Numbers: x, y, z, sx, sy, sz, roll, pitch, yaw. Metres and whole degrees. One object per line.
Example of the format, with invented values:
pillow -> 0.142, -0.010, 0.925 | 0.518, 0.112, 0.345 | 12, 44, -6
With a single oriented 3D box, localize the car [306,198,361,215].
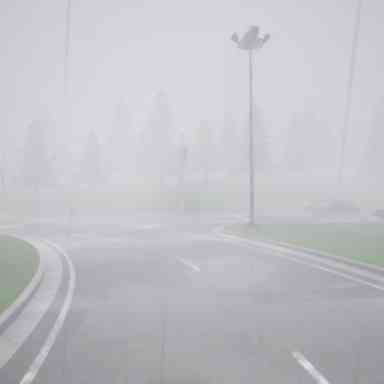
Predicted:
car -> 14.377, 1.550, 33.311 | 4.674, 1.442, 1.812 | -1, 0, -3

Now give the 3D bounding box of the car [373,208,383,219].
car -> 17.099, 1.574, 26.466 | 4.718, 1.301, 1.895 | 0, 0, -3

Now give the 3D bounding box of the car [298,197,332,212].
car -> 14.124, 1.392, 36.801 | 4.553, 1.767, 2.097 | 0, 0, -3
